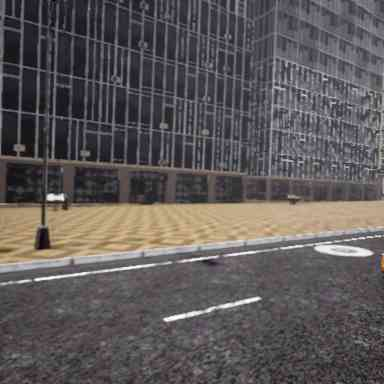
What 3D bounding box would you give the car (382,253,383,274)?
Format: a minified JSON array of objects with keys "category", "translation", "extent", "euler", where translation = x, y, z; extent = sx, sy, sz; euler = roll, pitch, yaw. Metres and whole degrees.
[{"category":"car","translation":[6.707,1.263,8.126],"extent":[4.553,1.767,2.097],"euler":[0,2,-33]}]
